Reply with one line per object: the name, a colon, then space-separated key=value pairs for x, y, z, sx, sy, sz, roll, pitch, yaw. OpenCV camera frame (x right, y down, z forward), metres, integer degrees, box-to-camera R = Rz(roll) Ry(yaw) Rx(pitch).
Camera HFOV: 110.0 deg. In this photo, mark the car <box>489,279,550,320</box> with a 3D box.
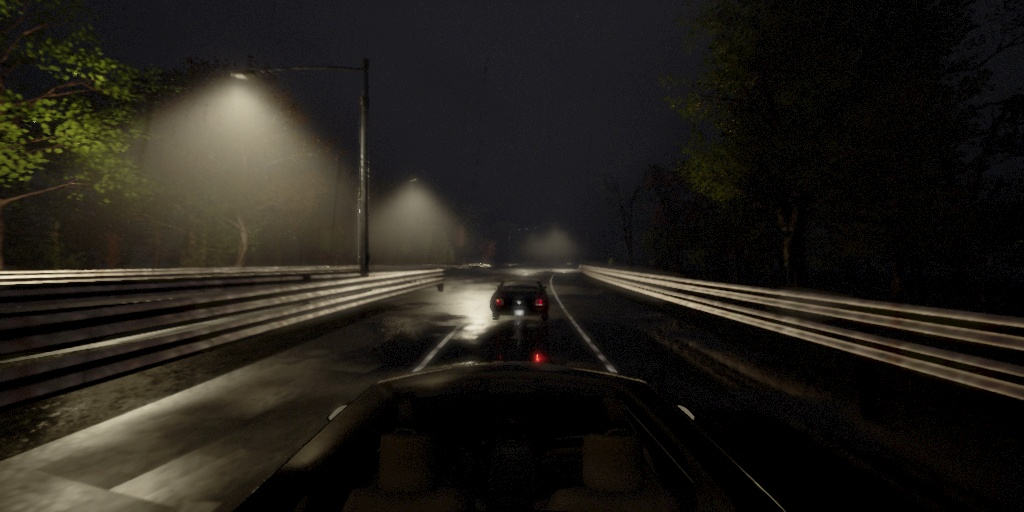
car: x=0.354 y=1.475 z=13.224 sx=1.895 sy=1.301 sz=4.718 roll=0 pitch=-1 yaw=3
